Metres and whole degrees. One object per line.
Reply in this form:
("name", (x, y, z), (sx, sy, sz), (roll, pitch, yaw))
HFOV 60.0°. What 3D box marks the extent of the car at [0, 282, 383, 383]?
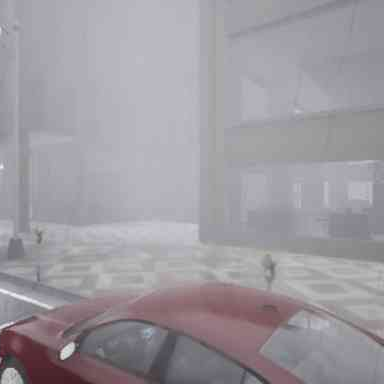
("car", (-0.018, 1.542, 2.975), (4.507, 1.381, 1.887), (0, 0, 35))
